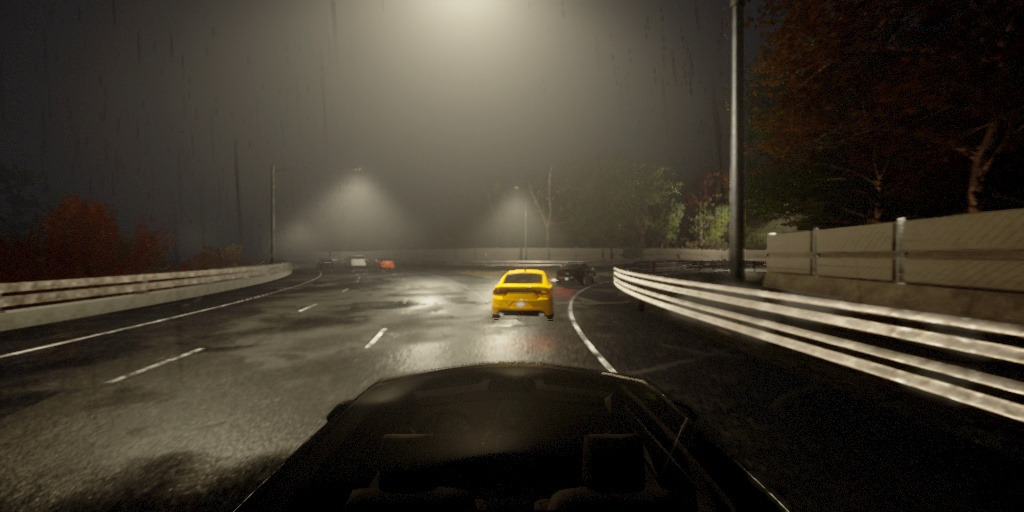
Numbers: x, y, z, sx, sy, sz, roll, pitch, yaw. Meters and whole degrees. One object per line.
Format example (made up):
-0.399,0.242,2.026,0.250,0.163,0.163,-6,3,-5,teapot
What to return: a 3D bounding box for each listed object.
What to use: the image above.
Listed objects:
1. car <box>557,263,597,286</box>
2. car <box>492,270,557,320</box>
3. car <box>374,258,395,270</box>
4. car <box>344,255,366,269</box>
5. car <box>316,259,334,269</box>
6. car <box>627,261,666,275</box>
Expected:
4.664,1.229,25.527,1.837,1.490,4.892,-1,0,27,car
0.537,1.216,12.604,1.882,1.535,5.008,0,0,7,car
-18.886,1.049,52.941,2.097,1.767,4.553,0,0,-33,car
-23.502,0.917,53.633,2.150,2.045,5.566,0,0,-35,car
-28.164,1.184,54.043,2.128,1.511,4.902,0,0,-37,car
14.239,1.258,37.927,5.357,1.411,2.033,0,0,-40,car
